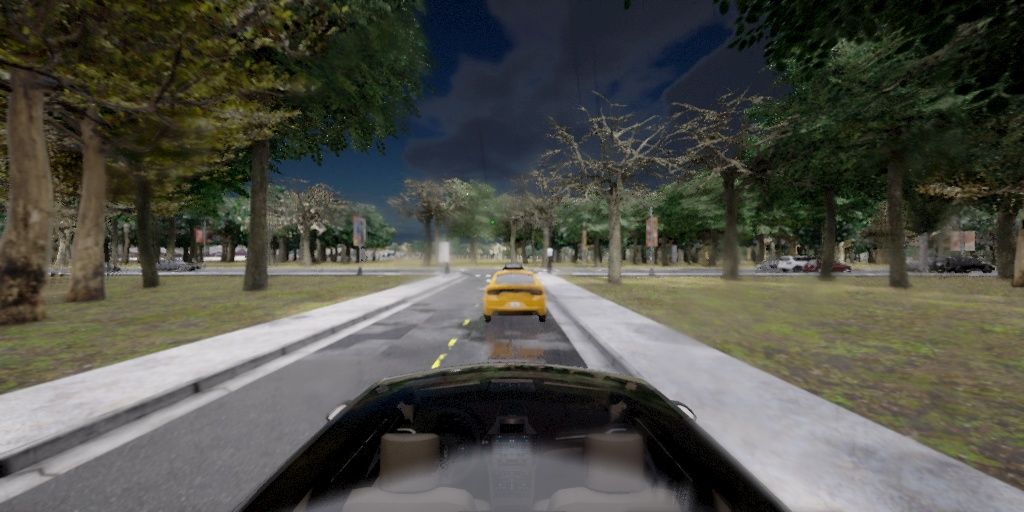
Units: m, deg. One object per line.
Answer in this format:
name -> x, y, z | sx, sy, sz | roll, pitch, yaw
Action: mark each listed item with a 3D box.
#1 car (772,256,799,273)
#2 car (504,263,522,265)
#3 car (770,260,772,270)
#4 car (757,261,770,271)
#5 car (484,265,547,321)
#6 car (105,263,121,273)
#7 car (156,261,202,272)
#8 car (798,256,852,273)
car -> 36.820, 1.056, 45.341 | 5.566, 2.045, 2.150 | 0, 0, 0
car -> 0.099, 1.253, 28.319 | 2.128, 1.511, 4.902 | 0, 0, 0
car -> 38.362, 1.191, 48.653 | 4.553, 1.767, 2.097 | 0, 0, 0
car -> 38.193, 1.329, 51.893 | 4.902, 1.511, 2.128 | 0, 0, 0
car -> 0.099, 1.230, 12.545 | 1.882, 1.535, 5.008 | 0, -1, 0
car -> -48.699, 1.307, 41.998 | 4.181, 1.385, 1.994 | 0, 0, 0
car -> -42.475, 1.289, 45.216 | 5.357, 1.411, 2.033 | 0, 0, 1
car -> 37.023, 1.189, 42.088 | 4.553, 1.767, 2.097 | 0, 0, 0
